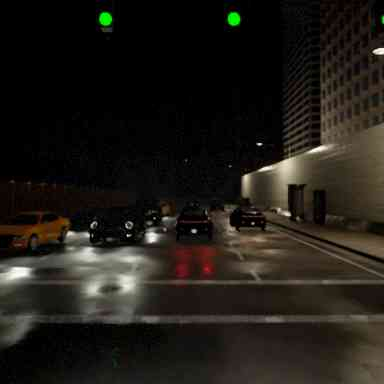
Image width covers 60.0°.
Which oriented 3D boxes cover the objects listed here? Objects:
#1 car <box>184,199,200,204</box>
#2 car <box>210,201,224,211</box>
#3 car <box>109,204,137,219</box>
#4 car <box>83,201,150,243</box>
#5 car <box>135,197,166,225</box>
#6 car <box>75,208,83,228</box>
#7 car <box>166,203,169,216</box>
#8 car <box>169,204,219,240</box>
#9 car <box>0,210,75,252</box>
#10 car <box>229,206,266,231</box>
[{"bbox_3d":[0.010,1.762,44.932,2.097,1.767,4.553,0,-1,0],"label":"car"},{"bbox_3d":[3.532,1.957,47.302,1.812,1.442,4.674,0,0,1],"label":"car"},{"bbox_3d":[-6.998,1.912,34.101,1.895,1.301,4.718,0,-1,1],"label":"car"},{"bbox_3d":[-3.585,1.492,16.730,2.097,1.767,4.553,0,-1,0],"label":"car"},{"bbox_3d":[-3.560,1.455,26.320,2.150,2.045,5.566,0,-1,0],"label":"car"},{"bbox_3d":[-7.078,1.690,23.940,1.882,1.535,5.008,0,-1,0],"label":"car"},{"bbox_3d":[-3.498,1.809,36.465,1.882,1.535,5.008,0,-1,0],"label":"car"},{"bbox_3d":[0.101,1.641,17.994,2.128,1.511,4.902,0,-1,0],"label":"car"},{"bbox_3d":[-7.090,1.600,14.618,1.882,1.535,5.008,0,-1,0],"label":"car"},{"bbox_3d":[3.601,1.678,22.058,2.128,1.511,4.902,0,-1,0],"label":"car"}]
